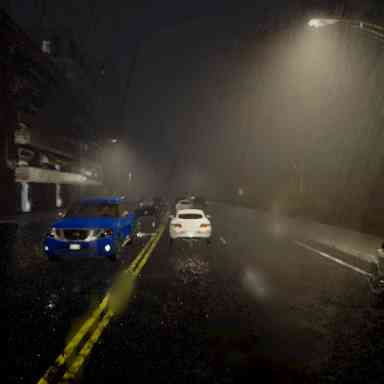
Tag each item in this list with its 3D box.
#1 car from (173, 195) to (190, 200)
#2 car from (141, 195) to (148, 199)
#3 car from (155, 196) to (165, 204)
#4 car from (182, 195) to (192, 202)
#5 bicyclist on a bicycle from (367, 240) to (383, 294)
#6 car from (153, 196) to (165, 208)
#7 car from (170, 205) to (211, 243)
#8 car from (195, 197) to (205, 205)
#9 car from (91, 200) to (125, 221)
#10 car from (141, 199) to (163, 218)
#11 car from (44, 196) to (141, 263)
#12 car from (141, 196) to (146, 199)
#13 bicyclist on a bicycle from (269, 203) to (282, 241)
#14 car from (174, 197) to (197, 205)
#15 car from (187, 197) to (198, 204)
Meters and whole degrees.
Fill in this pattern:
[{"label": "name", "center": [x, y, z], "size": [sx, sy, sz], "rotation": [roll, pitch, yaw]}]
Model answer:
[{"label": "car", "center": [-1.822, 1.536, 51.667], "size": [1.882, 1.535, 5.008], "rotation": [0, 0, -4]}, {"label": "car", "center": [-9.539, 1.442, 64.711], "size": [2.097, 1.767, 4.553], "rotation": [0, 0, -5]}, {"label": "car", "center": [-6.415, 1.572, 66.325], "size": [1.837, 1.490, 4.892], "rotation": [0, 1, -5]}, {"label": "car", "center": [-1.250, 1.571, 79.386], "size": [1.837, 1.490, 4.892], "rotation": [0, 0, -7]}, {"label": "bicyclist on a bicycle", "center": [4.096, 1.378, 6.850], "size": [0.659, 1.776, 1.843], "rotation": [0, 0, 0]}, {"label": "car", "center": [-5.140, 1.568, 50.179], "size": [1.837, 1.490, 4.892], "rotation": [0, -1, -4]}, {"label": "car", "center": [-0.097, 1.548, 16.002], "size": [1.812, 1.442, 4.674], "rotation": [0, 0, -1]}, {"label": "car", "center": [1.077, 1.563, 55.447], "size": [1.837, 1.490, 4.892], "rotation": [0, 0, -4]}, {"label": "car", "center": [-7.224, 1.522, 29.106], "size": [1.882, 1.535, 5.008], "rotation": [0, 0, -2]}, {"label": "car", "center": [-4.040, 1.607, 30.667], "size": [1.994, 1.385, 4.181], "rotation": [0, 0, -2]}, {"label": "car", "center": [-3.471, 1.241, 12.482], "size": [2.150, 2.045, 5.566], "rotation": [0, 0, -1]}, {"label": "car", "center": [-8.262, 1.628, 48.147], "size": [1.994, 1.385, 4.181], "rotation": [0, 0, -4]}, {"label": "bicyclist on a bicycle", "center": [3.951, 1.389, 15.926], "size": [0.659, 1.776, 1.843], "rotation": [0, 0, -1]}, {"label": "car", "center": [-0.733, 1.568, 33.852], "size": [1.812, 1.442, 4.674], "rotation": [0, 0, -3]}, {"label": "car", "center": [0.039, 1.665, 67.144], "size": [1.895, 1.301, 4.718], "rotation": [0, 0, -6]}]
